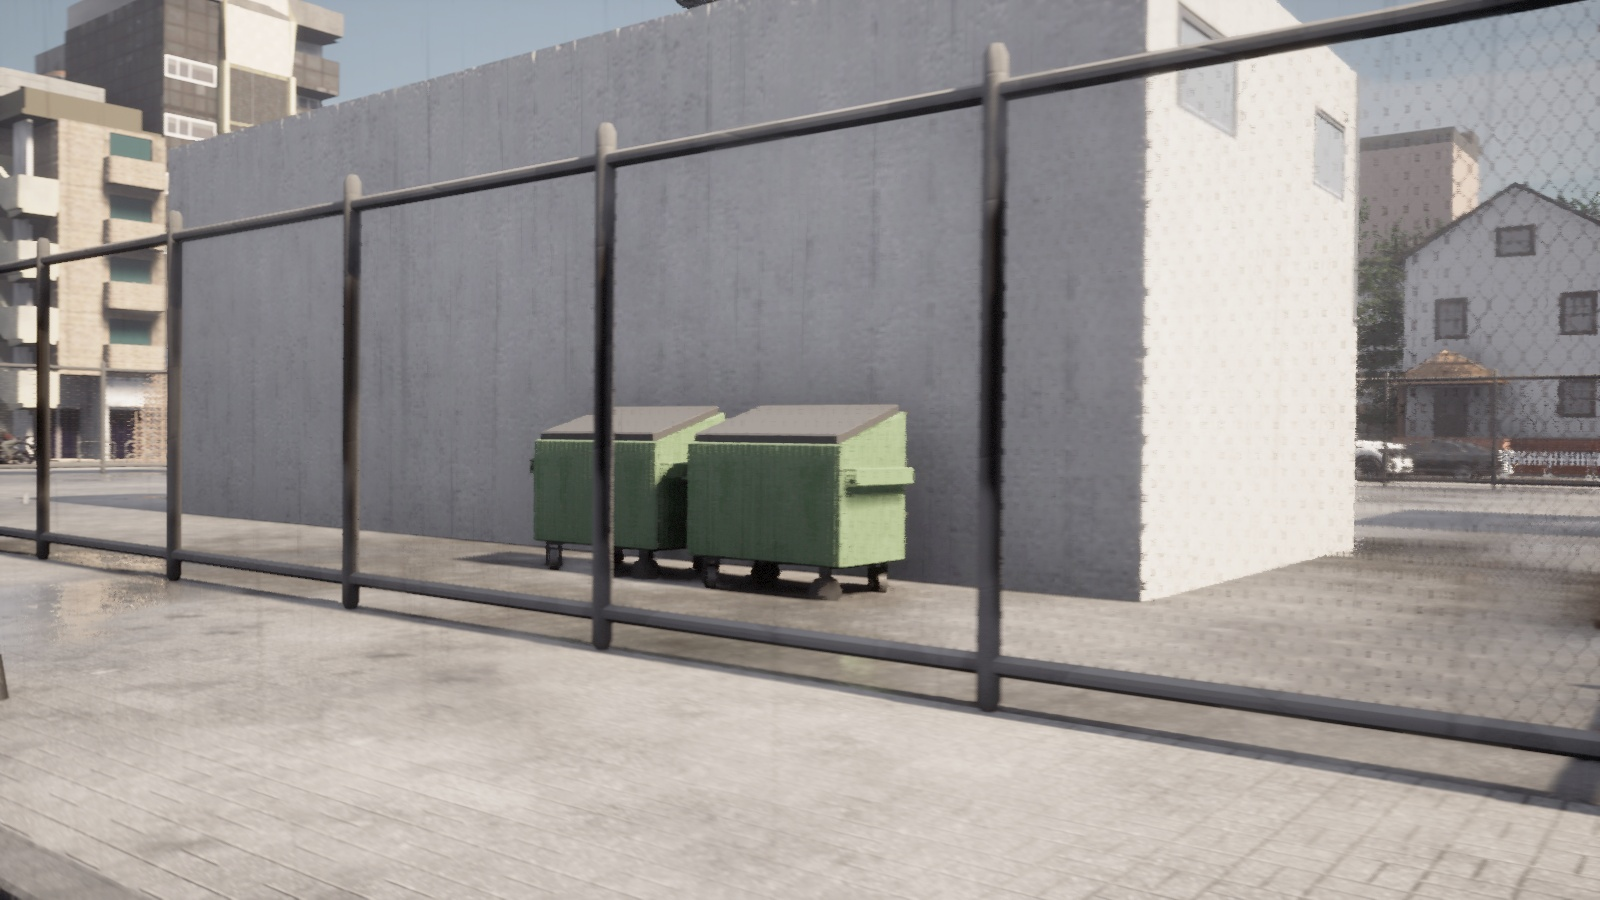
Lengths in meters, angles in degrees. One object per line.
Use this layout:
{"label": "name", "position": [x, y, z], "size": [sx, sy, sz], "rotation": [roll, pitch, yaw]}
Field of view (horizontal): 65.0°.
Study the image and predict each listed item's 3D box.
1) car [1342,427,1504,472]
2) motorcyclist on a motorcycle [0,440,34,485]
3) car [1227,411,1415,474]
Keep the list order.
{"label": "car", "position": [22.069, -0.030, 44.600], "size": [4.892, 1.490, 1.837], "rotation": [0, 1, 37]}
{"label": "motorcyclist on a motorcycle", "position": [-28.130, 0.439, 43.855], "size": [0.866, 1.530, 2.191], "rotation": [0, 1, 37]}
{"label": "car", "position": [17.746, -0.258, 42.939], "size": [5.566, 2.045, 2.150], "rotation": [0, 1, 40]}
